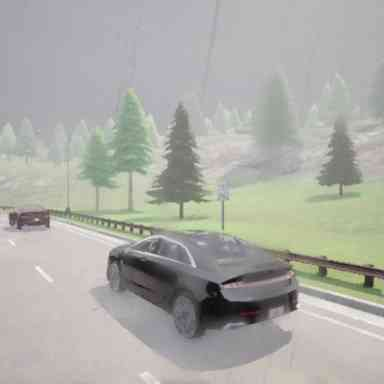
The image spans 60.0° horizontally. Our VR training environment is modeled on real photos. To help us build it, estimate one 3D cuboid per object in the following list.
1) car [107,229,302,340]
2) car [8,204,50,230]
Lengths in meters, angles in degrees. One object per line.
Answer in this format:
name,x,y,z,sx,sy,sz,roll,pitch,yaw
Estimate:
car,-0.164,1.516,6.770,2.128,1.511,4.902,0,0,-35
car,-10.949,1.559,22.267,1.882,1.535,5.008,0,0,-36
